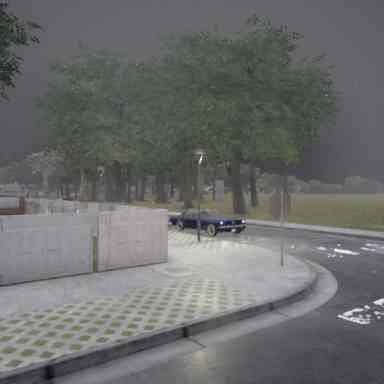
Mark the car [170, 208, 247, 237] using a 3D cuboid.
[{"bbox_3d":[0.788,1.577,18.221,1.895,1.301,4.718,0,0,-35],"label":"car"}]

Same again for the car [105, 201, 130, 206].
[{"bbox_3d":[-6.368,1.503,28.330,2.033,1.411,5.357,0,0,-35],"label":"car"}]

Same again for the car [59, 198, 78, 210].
[{"bbox_3d":[-15.660,1.456,41.520,1.812,1.442,4.674,0,0,-35],"label":"car"}]
